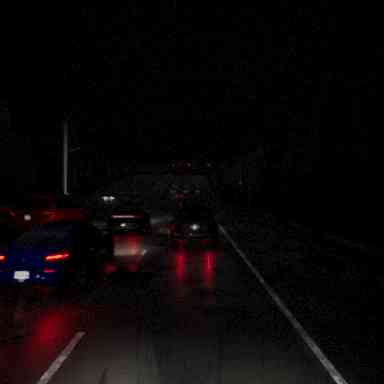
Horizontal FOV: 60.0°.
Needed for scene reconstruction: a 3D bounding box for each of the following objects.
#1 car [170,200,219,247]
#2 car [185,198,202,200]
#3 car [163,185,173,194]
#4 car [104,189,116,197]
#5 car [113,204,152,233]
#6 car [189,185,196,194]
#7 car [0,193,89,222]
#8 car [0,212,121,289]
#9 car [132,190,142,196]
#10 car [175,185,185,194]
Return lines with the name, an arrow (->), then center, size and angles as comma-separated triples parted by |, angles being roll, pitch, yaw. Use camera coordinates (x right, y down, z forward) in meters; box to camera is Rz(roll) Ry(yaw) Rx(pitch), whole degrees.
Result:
car -> 0.102, 1.371, 14.724 | 2.033, 1.649, 4.856 | 0, 0, 0
car -> 0.102, 1.257, 23.857 | 2.097, 1.767, 4.553 | 0, 0, 0
car -> -6.903, -0.327, 91.226 | 2.033, 1.411, 5.357 | 0, 7, 0
car -> -20.939, 0.162, 84.822 | 2.097, 1.767, 4.553 | 0, 5, 0
car -> -3.397, 1.417, 18.828 | 2.128, 1.511, 4.902 | 0, 0, 0
car -> 0.102, -0.402, 92.014 | 1.994, 1.385, 4.181 | 0, 7, 0
car -> -6.906, 1.155, 16.655 | 2.150, 2.045, 5.566 | 0, 0, 0
car -> -3.399, 1.490, 8.949 | 1.812, 1.442, 4.674 | 0, 0, 0
car -> -13.939, 0.332, 84.766 | 1.812, 1.442, 4.674 | 0, 5, 0
car -> -3.400, -0.386, 91.616 | 1.812, 1.442, 4.674 | 0, 7, 0
